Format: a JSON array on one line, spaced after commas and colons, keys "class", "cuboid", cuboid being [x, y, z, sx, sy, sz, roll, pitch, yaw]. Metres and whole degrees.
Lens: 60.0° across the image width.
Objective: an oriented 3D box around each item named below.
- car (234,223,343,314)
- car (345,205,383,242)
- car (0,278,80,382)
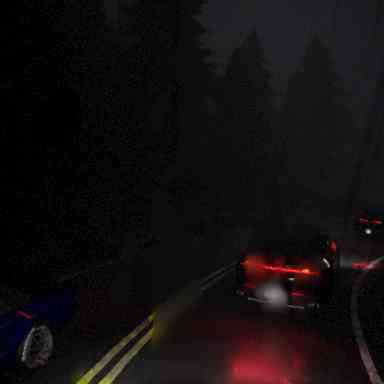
[{"class": "car", "cuboid": [2.426, 1.490, 7.857, 1.837, 1.490, 4.892, 2, 1, 25]}, {"class": "car", "cuboid": [9.477, 1.383, 15.352, 4.892, 1.490, 1.837, -1, 5, -33]}, {"class": "car", "cuboid": [-3.026, 1.566, 2.918, 1.895, 1.301, 4.718, 0, 1, 12]}]
